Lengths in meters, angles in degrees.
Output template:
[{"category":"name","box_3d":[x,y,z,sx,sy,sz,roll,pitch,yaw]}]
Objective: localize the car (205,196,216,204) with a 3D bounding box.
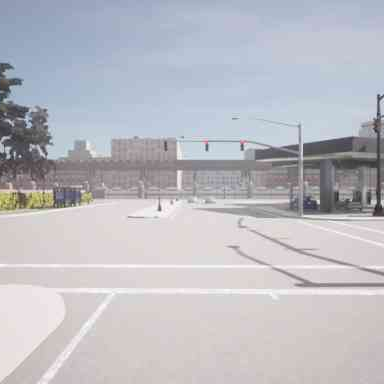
[{"category":"car","box_3d":[3.554,1.524,64.319,1.812,1.442,4.674,0,0,0]}]

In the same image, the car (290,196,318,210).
[{"category":"car","box_3d":[13.244,1.294,39.635,2.242,1.667,4.611,0,0,0]}]

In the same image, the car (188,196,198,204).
[{"category":"car","box_3d":[0.160,1.524,66.102,1.812,1.442,4.674,0,0,0]}]

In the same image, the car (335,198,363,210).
[{"category":"car","box_3d":[18.989,1.455,40.393,1.970,1.475,3.806,0,0,0]}]
